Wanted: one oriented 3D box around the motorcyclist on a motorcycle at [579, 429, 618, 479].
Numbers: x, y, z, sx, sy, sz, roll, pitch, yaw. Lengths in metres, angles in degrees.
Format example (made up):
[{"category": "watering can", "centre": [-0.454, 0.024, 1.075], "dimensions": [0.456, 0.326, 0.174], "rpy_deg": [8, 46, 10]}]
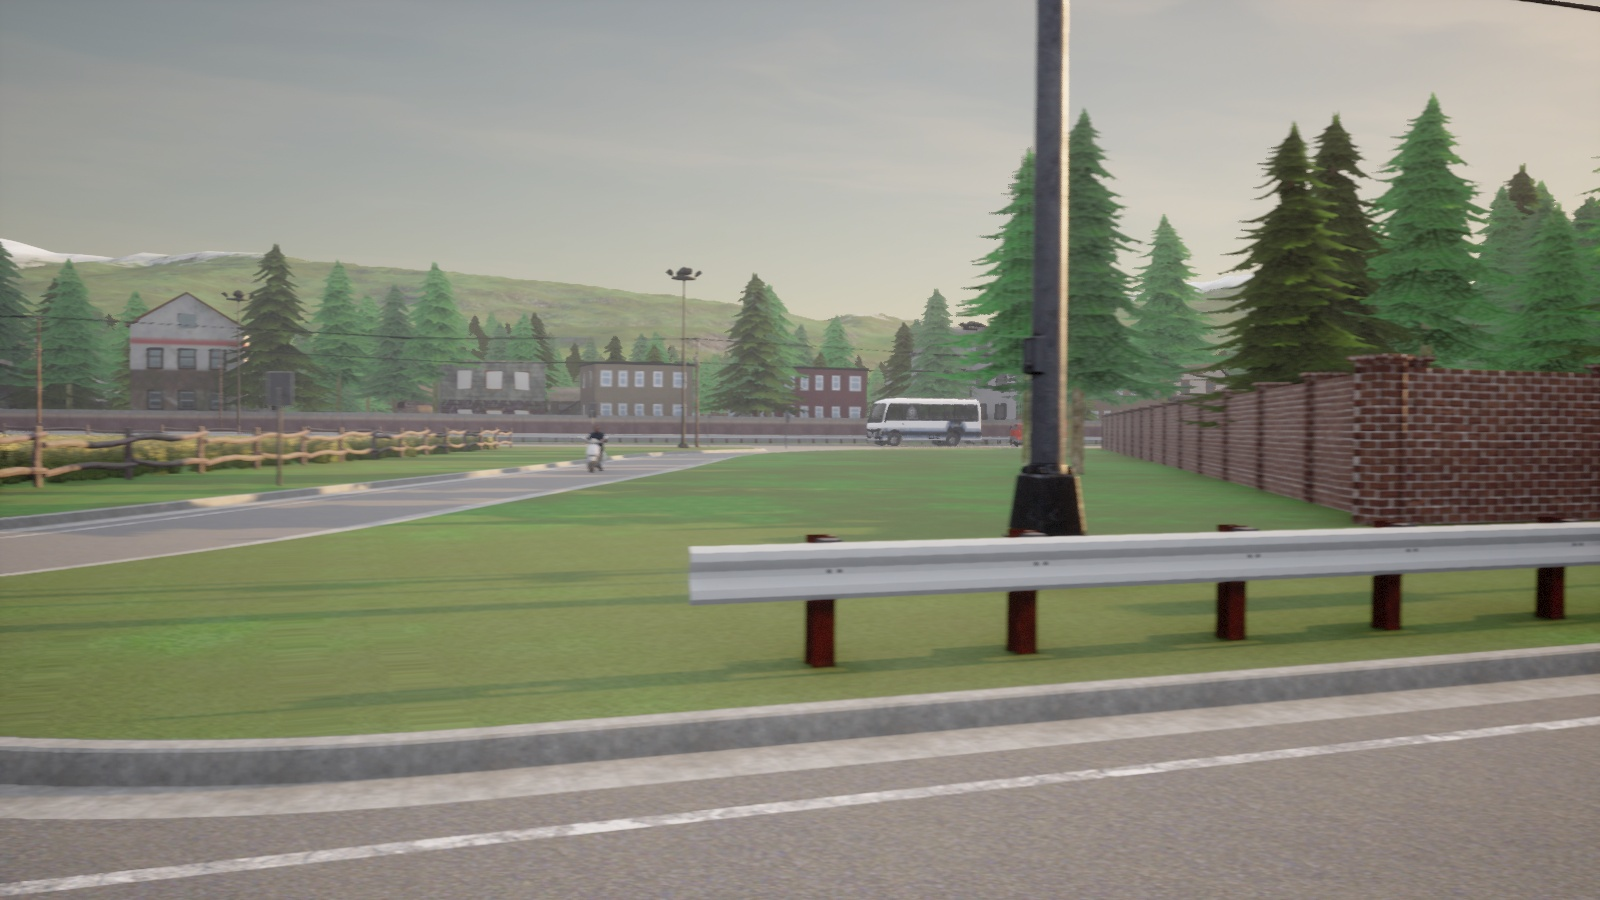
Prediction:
[{"category": "motorcyclist on a motorcycle", "centre": [-6.680, 0.114, 41.781], "dimensions": [0.866, 1.590, 1.817], "rpy_deg": [-1, 1, 3]}]
